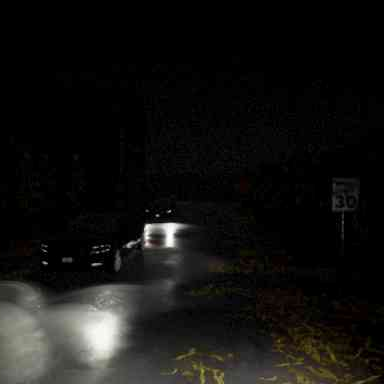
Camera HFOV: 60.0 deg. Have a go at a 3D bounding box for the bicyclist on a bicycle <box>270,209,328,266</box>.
[{"bbox_3d":[3.022,1.308,9.417,1.656,1.620,0.582,-1,1,3],"label":"bicyclist on a bicycle"}]

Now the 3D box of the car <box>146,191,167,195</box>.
[{"bbox_3d":[-4.683,0.529,42.181,5.357,1.411,2.033,1,2,17],"label":"car"}]

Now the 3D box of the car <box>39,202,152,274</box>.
[{"bbox_3d":[-2.695,1.252,10.055,1.882,1.535,5.008,1,1,3],"label":"car"}]

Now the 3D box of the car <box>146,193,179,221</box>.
[{"bbox_3d":[-1.932,1.077,22.345,1.812,1.442,4.674,1,2,4],"label":"car"}]
